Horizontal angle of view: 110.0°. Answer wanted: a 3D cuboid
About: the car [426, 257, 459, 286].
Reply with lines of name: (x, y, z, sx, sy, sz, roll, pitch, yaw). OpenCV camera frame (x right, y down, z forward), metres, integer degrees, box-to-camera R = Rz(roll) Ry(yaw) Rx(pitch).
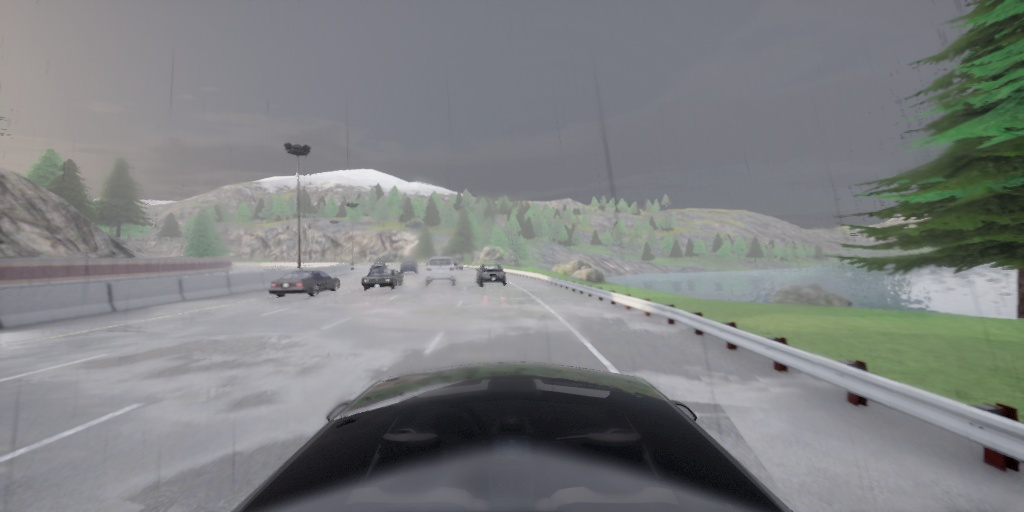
car: (-5.370, 1.097, 27.449, 2.150, 2.045, 5.566, -1, 0, -9)

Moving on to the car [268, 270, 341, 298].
car: (-11.421, 1.495, 20.132, 2.033, 1.411, 5.357, -1, 0, -7)

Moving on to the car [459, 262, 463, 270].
car: (-9.329, 1.589, 57.910, 1.895, 1.301, 4.718, -1, 0, -20)

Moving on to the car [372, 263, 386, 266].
car: (-16.169, 1.566, 43.832, 1.837, 1.490, 4.892, 0, 0, -15)

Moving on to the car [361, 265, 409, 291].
car: (-8.333, 1.511, 23.605, 1.895, 1.301, 4.718, -1, 0, -8)

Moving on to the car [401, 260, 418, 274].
car: (-13.527, 1.380, 47.308, 2.097, 1.767, 4.553, -1, 0, -17)

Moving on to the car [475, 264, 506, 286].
car: (-1.584, 1.309, 25.838, 2.128, 1.511, 4.902, -1, 0, -9)
